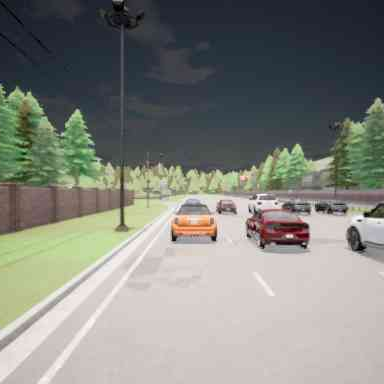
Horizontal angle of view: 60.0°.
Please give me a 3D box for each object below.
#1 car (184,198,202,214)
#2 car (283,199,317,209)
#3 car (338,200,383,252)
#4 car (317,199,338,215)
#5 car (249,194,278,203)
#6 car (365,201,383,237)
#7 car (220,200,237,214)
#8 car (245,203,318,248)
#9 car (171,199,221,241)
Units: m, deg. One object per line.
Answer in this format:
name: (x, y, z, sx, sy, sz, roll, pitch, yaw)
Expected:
car: (0.097, 1.481, 35.762, 1.882, 1.535, 5.008, 0, 0, 0)
car: (10.599, 1.495, 34.026, 2.128, 1.511, 4.902, 0, 0, 0)
car: (7.099, 1.223, 10.675, 2.150, 2.045, 5.566, 0, 0, 0)
car: (14.099, 1.495, 34.022, 2.128, 1.511, 4.902, 0, 0, 0)
car: (7.100, 1.225, 33.625, 2.150, 2.045, 5.566, 0, 0, 0)
car: (10.600, 1.354, 16.049, 2.097, 1.767, 4.553, 0, 0, 0)
car: (3.599, 1.529, 35.314, 1.812, 1.442, 4.674, 0, 0, 0)
car: (3.599, 1.479, 14.758, 1.882, 1.535, 5.008, 0, 0, 0)
car: (0.100, 1.354, 16.829, 2.097, 1.767, 4.553, 0, 0, 0)
